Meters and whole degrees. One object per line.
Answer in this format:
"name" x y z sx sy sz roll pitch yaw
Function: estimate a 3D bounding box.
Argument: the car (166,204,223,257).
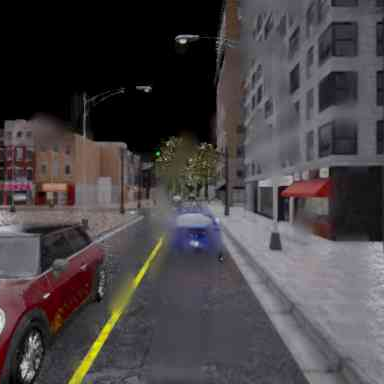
"car" 0.088 1.451 12.868 1.882 1.535 5.008 0 0 0

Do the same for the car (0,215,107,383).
"car" -2.849 1.341 5.172 2.097 1.767 4.553 0 0 0

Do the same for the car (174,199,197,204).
"car" -0.312 1.553 29.191 1.895 1.301 4.718 0 0 -6

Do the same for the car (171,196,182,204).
"car" -2.793 1.452 62.081 1.812 1.442 4.674 0 0 1

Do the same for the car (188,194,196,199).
"car" -0.023 1.317 89.274 1.882 1.535 5.008 0 0 0
